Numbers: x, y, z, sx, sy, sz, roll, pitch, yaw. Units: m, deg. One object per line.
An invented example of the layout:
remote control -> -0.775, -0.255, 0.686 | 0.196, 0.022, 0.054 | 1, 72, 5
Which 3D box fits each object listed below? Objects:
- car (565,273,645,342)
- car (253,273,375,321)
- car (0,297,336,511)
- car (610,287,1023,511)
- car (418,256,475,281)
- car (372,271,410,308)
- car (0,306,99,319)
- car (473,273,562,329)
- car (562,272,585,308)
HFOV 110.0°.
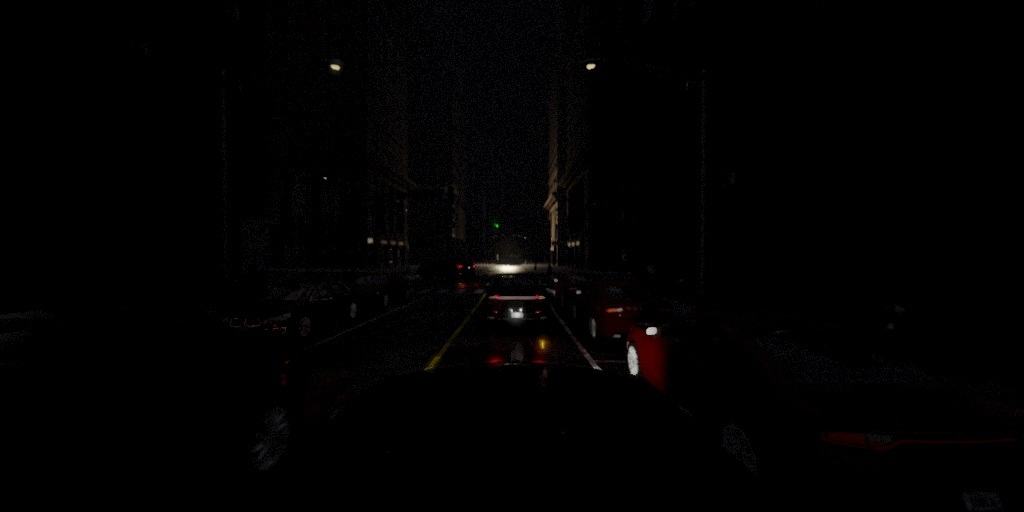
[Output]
car -> 2.799, 1.331, 9.829 | 1.888, 1.381, 4.507 | 0, 0, 0
car -> -5.727, 1.337, 9.872 | 2.007, 1.370, 4.403 | 0, 0, 0
car -> -3.085, 1.255, 1.865 | 1.837, 1.490, 4.892 | 0, 0, 0
car -> 2.772, 1.307, 4.324 | 1.888, 1.381, 4.507 | 0, 0, 0
car -> -5.783, 1.056, 31.487 | 5.566, 2.045, 2.150 | 1, -1, 36
car -> -5.700, 1.356, 15.377 | 1.888, 1.381, 4.507 | 0, 0, 0
car -> -5.754, 1.327, 4.367 | 1.948, 1.339, 4.313 | 0, 0, 0
car -> 0.146, 1.286, 11.489 | 2.128, 1.511, 4.902 | 0, 0, 0
car -> 2.826, 1.356, 15.335 | 1.888, 1.381, 4.507 | 0, 0, 0
